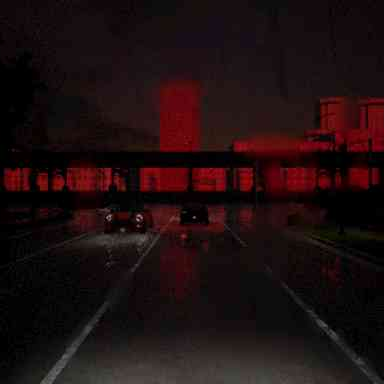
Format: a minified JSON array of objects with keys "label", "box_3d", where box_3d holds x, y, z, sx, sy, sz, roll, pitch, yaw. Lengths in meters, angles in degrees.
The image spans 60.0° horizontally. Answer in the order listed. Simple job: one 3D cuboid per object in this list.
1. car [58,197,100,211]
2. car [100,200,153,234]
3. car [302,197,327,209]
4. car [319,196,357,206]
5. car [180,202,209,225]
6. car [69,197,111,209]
[{"label":"car","box_3d":[-13.826,1.601,40.875,4.718,1.301,1.895,0,0,3]},{"label":"car","box_3d":[-3.522,1.352,19.224,2.097,1.767,4.553,0,0,0]},{"label":"car","box_3d":[16.903,1.433,43.482,4.892,1.490,1.837,0,0,2]},{"label":"car","box_3d":[22.094,1.387,50.527,4.892,1.490,1.837,-1,0,2]},{"label":"car","box_3d":[0.169,1.478,23.803,1.882,1.535,5.008,0,0,0]},{"label":"car","box_3d":[-13.606,1.477,44.397,5.008,1.535,1.882,0,0,2]}]
